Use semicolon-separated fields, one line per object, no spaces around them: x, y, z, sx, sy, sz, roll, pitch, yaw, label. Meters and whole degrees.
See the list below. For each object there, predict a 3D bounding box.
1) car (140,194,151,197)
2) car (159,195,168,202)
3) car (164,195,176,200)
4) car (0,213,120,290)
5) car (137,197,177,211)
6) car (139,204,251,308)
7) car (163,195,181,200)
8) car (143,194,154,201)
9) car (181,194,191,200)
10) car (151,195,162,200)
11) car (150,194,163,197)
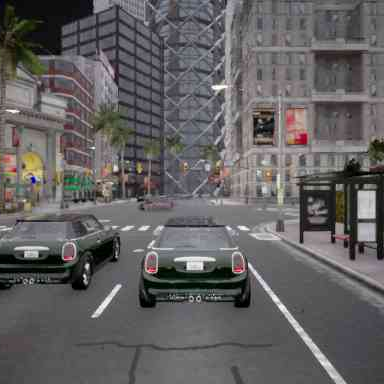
-10.481;1.595;70.455;1.895;1.301;4.718;0;0;0;car
-6.976;1.524;80.676;1.812;1.442;4.674;0;0;0;car
-6.011;1.540;91.213;2.033;1.411;5.357;0;0;10;car
-3.427;1.352;9.247;2.097;1.767;4.553;0;0;0;car
-4.241;1.564;38.843;4.181;1.385;1.994;0;0;-39;car
0.066;1.352;8.104;2.097;1.767;4.553;0;0;0;car
-3.532;1.547;56.806;2.033;1.411;5.357;0;0;-6;car
-10.475;1.355;80.750;2.097;1.767;4.553;0;0;0;car
-1.718;1.355;94.071;2.097;1.767;4.553;0;0;16;car
-9.632;1.595;90.920;1.895;1.301;4.718;0;0;10;car
-6.981;1.525;70.499;2.128;1.511;4.902;0;0;0;car
